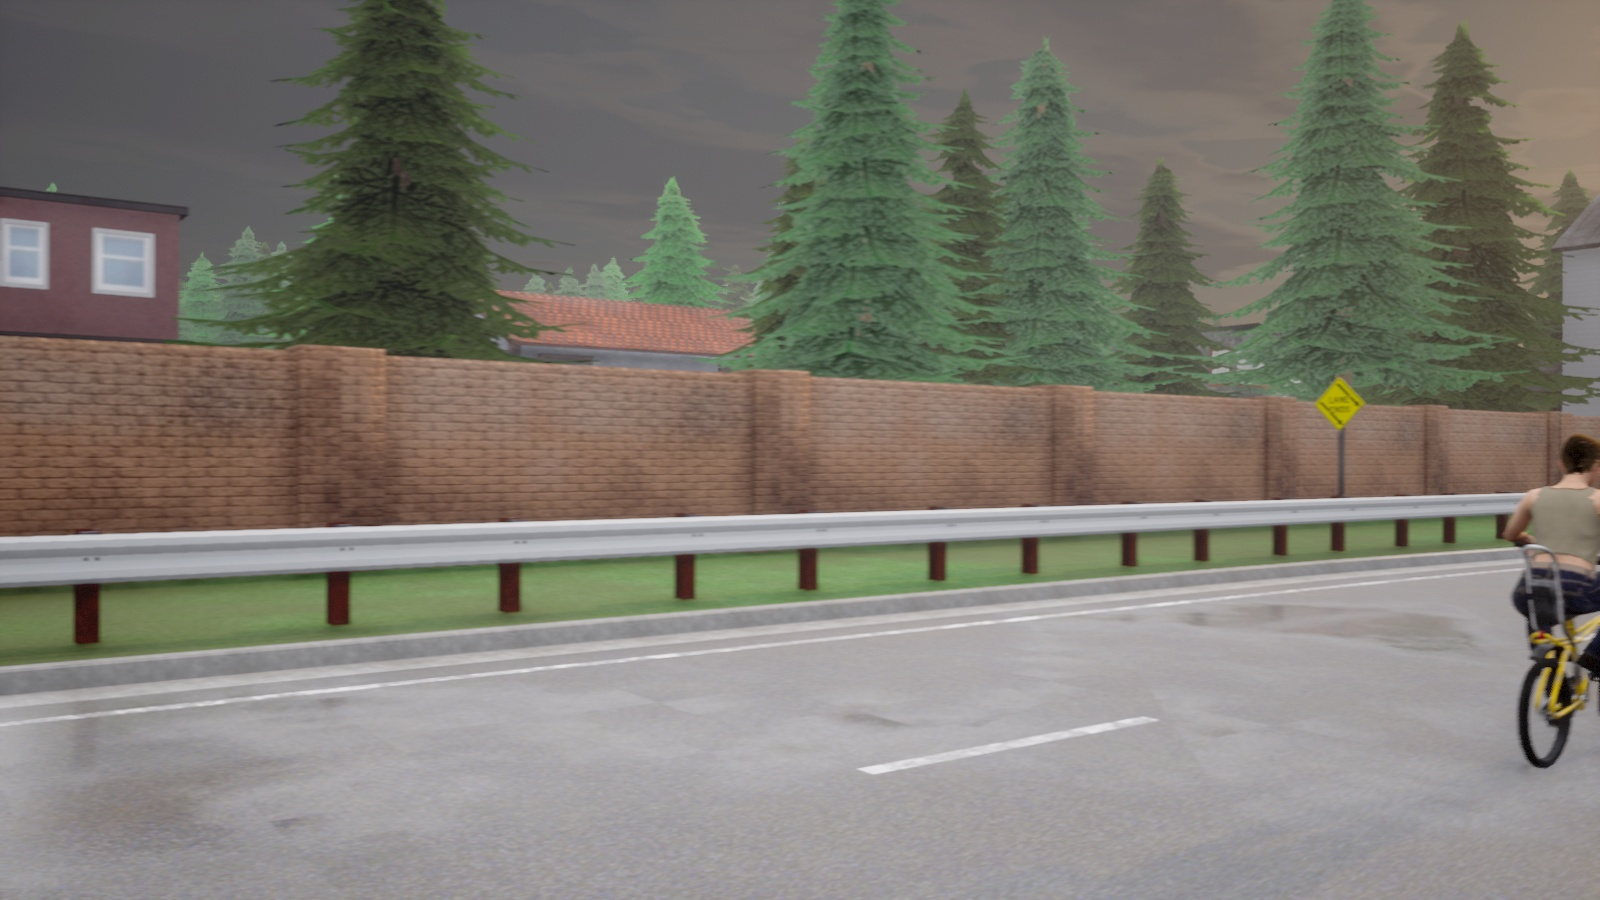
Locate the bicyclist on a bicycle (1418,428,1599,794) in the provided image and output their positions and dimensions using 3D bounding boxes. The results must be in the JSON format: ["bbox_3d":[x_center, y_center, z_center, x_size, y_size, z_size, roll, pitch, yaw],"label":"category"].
[{"bbox_3d":[3.895,0.709,6.277,1.509,1.612,0.866,0,0,-38],"label":"bicyclist on a bicycle"}]
